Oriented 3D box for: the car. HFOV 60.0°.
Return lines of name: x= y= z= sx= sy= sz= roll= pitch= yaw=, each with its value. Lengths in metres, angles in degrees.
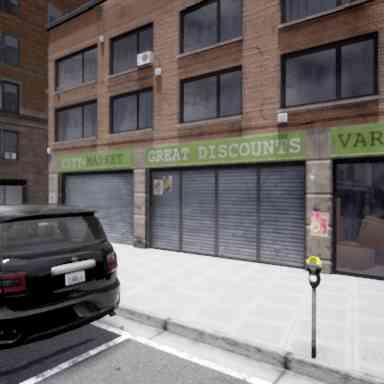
car: x=-3.710 y=1.220 z=5.928 sx=5.566 sy=2.045 sz=2.150 roll=0 pitch=0 yaw=36
